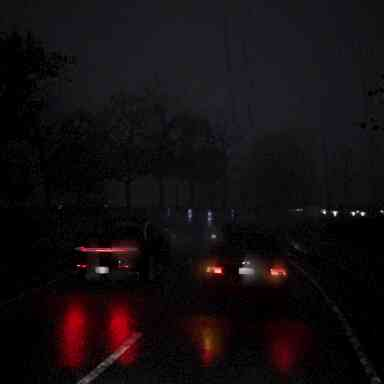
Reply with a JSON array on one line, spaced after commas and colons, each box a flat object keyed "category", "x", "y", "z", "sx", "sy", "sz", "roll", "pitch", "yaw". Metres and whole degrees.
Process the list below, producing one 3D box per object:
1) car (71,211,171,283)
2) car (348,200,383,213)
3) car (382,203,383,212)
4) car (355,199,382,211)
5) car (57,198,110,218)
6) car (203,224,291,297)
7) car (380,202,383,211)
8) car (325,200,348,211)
[{"category": "car", "x": -1.781, "y": 1.492, "z": 9.692, "sx": 2.128, "sy": 1.511, "sz": 4.902, "roll": 0, "pitch": 0, "yaw": 4}, {"category": "car", "x": 23.901, "y": 2.050, "z": 45.344, "sx": 5.357, "sy": 1.411, "sz": 2.033, "roll": 2, "pitch": -1, "yaw": -38}, {"category": "car", "x": 31.129, "y": 2.380, "z": 51.055, "sx": 4.181, "sy": 1.385, "sz": 1.994, "roll": 3, "pitch": -2, "yaw": -38}, {"category": "car", "x": 28.210, "y": 2.135, "z": 53.186, "sx": 4.553, "sy": 1.767, "sz": 2.097, "roll": 2, "pitch": -2, "yaw": -39}, {"category": "car", "x": -9.792, "y": 1.351, "z": 30.175, "sx": 4.553, "sy": 1.767, "sz": 2.097, "roll": 0, "pitch": 0, "yaw": -5}, {"category": "car", "x": 1.419, "y": 1.547, "z": 8.780, "sx": 2.033, "sy": 1.411, "sz": 5.357, "roll": 0, "pitch": 0, "yaw": 9}, {"category": "car", "x": 35.361, "y": 2.600, "z": 58.808, "sx": 4.892, "sy": 1.490, "sz": 1.837, "roll": 3, "pitch": -2, "yaw": -38}, {"category": "car", "x": 21.036, "y": 1.950, "z": 47.549, "sx": 5.008, "sy": 1.535, "sz": 1.882, "roll": 2, "pitch": -1, "yaw": -38}]
